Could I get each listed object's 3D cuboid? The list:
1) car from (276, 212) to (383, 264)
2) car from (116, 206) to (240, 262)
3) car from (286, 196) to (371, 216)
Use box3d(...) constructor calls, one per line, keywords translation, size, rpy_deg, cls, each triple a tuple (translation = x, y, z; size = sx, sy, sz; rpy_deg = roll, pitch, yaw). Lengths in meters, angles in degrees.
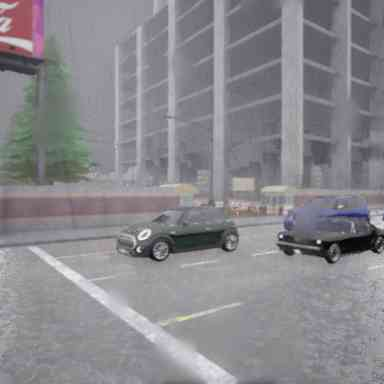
box3d(translation=(5.201, 1.606, 11.995), size=(4.718, 1.301, 1.895), rpy_deg=(0, 0, -35), cls="car")
box3d(translation=(-0.438, 1.355, 12.275), size=(4.553, 1.767, 2.097), rpy_deg=(0, 0, -36), cls="car")
box3d(translation=(7.378, 1.229, 17.822), size=(5.566, 2.045, 2.150), rpy_deg=(0, 0, -35), cls="car")
